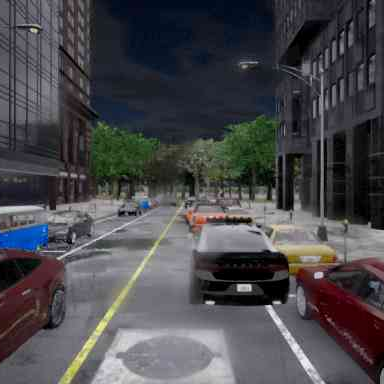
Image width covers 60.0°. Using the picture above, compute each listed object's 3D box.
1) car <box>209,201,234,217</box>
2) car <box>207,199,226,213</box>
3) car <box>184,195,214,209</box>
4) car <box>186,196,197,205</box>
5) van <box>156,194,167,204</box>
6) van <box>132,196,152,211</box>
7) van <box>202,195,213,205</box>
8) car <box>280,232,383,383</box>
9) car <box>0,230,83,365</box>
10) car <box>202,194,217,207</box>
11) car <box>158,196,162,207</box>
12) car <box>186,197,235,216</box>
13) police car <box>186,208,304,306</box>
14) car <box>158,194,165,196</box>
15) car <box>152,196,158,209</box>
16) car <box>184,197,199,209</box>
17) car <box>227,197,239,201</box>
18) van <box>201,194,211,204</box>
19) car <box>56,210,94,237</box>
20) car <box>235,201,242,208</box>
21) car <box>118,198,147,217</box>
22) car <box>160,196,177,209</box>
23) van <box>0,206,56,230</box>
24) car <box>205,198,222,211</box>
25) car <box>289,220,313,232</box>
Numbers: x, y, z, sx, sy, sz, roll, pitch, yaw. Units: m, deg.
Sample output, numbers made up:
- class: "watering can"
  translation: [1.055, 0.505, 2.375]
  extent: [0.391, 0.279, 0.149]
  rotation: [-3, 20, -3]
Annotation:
- class: "car"
  translation: [2.726, 1.555, 31.619]
  extent: [2.008, 1.369, 4.403]
  rotation: [0, 0, 0]
- class: "car"
  translation: [2.719, 1.532, 37.227]
  extent: [1.752, 1.417, 4.829]
  rotation: [0, 0, 0]
- class: "car"
  translation: [0.688, 1.354, 24.132]
  extent: [2.097, 1.767, 4.553]
  rotation: [0, 0, 2]
- class: "car"
  translation: [-0.067, 1.523, 59.356]
  extent: [1.837, 1.490, 4.892]
  rotation: [0, 0, 0]
- class: "van"
  translation: [-5.836, 1.362, 64.236]
  extent: [1.690, 1.788, 3.998]
  rotation: [0, 0, 0]
- class: "van"
  translation: [-5.806, 1.347, 37.048]
  extent: [1.690, 1.788, 3.998]
  rotation: [0, 0, 0]
- class: "van"
  translation: [2.695, 1.359, 58.807]
  extent: [1.690, 1.788, 3.998]
  rotation: [0, 0, 0]
- class: "car"
  translation: [2.756, 1.545, 4.432]
  extent: [1.887, 1.381, 4.507]
  rotation: [0, 0, 0]
- class: "car"
  translation: [-3.106, 1.526, 4.224]
  extent: [1.812, 1.442, 4.674]
  rotation: [0, 0, 0]
- class: "car"
  translation: [2.701, 1.329, 53.370]
  extent: [2.192, 1.841, 5.009]
  rotation: [0, 0, 0]
- class: "car"
  translation: [-5.818, 1.577, 47.923]
  extent: [1.947, 1.339, 4.313]
  rotation: [0, 0, 0]
- class: "car"
  translation: [0.879, 1.353, 18.105]
  extent: [2.097, 1.767, 4.553]
  rotation: [0, 0, 0]
- class: "police car"
  translation: [0.890, 1.426, 8.244]
  extent: [1.930, 1.638, 5.238]
  rotation: [0, 0, 0]
- class: "car"
  translation: [-5.824, 1.539, 53.191]
  extent: [1.752, 1.417, 4.829]
  rotation: [0, 0, 0]
- class: "car"
  translation: [-5.812, 1.534, 42.315]
  extent: [1.752, 1.417, 4.829]
  rotation: [0, 0, 0]
- class: "car"
  translation: [-0.040, 1.515, 45.791]
  extent: [1.837, 1.490, 4.892]
  rotation: [0, 0, 1]
- class: "car"
  translation: [2.731, 1.318, 26.182]
  extent: [2.192, 1.841, 5.009]
  rotation: [0, 0, 0]
- class: "van"
  translation: [2.689, 1.362, 64.245]
  extent: [1.690, 1.788, 3.998]
  rotation: [0, 0, 0]
- class: "car"
  translation: [-5.781, 1.552, 15.297]
  extent: [2.008, 1.369, 4.403]
  rotation: [0, 0, 0]
- class: "car"
  translation: [2.738, 1.527, 20.914]
  extent: [1.752, 1.417, 4.829]
  rotation: [0, 0, 0]
- class: "car"
  translation: [-5.799, 1.570, 31.610]
  extent: [1.947, 1.339, 4.313]
  rotation: [0, 0, 0]
- class: "car"
  translation: [-3.053, 1.611, 46.801]
  extent: [1.895, 1.301, 4.718]
  rotation: [0, 0, 0]
- class: "van"
  translation: [-5.775, 1.341, 9.860]
  extent: [1.690, 1.788, 3.998]
  rotation: [0, 0, 0]
- class: "car"
  translation: [2.713, 1.553, 42.495]
  extent: [1.887, 1.381, 4.507]
  rotation: [0, 0, 0]
- class: "car"
  translation: [2.750, 1.526, 10.039]
  extent: [1.752, 1.417, 4.829]
  rotation: [0, 0, 0]
